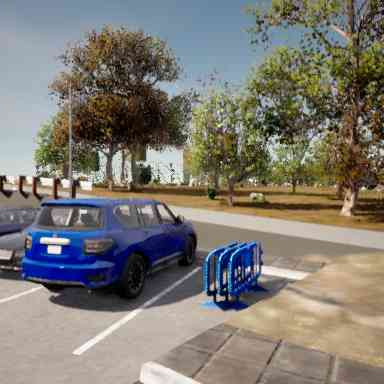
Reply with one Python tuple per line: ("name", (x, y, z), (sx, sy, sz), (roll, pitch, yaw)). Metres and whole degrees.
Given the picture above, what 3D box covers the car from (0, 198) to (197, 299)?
("car", (-1.620, 1.193, 8.593), (2.435, 2.045, 5.566), (0, -1, 19))
